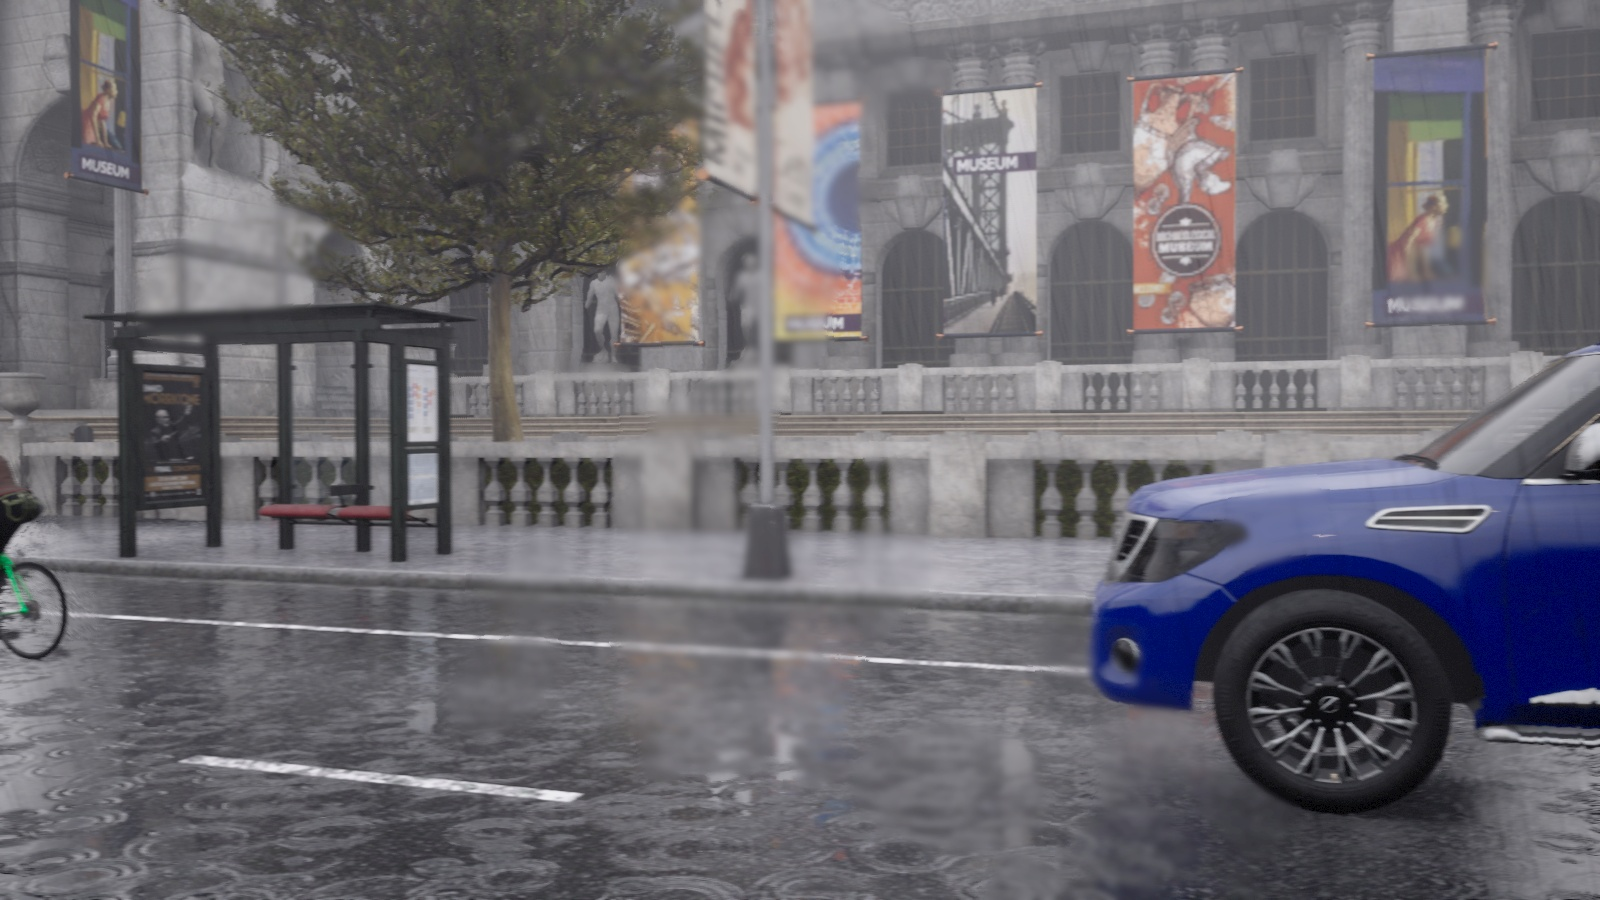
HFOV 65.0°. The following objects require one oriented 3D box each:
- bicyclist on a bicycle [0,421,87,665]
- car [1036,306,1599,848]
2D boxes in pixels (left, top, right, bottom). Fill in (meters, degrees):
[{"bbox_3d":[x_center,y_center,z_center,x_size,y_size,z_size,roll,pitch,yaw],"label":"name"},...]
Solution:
[{"bbox_3d":[-5.938,0.615,8.884,1.656,1.620,0.582,0,1,19],"label":"bicyclist on a bicycle"},{"bbox_3d":[4.003,0.472,5.535,5.566,2.045,2.150,1,1,19],"label":"car"}]
